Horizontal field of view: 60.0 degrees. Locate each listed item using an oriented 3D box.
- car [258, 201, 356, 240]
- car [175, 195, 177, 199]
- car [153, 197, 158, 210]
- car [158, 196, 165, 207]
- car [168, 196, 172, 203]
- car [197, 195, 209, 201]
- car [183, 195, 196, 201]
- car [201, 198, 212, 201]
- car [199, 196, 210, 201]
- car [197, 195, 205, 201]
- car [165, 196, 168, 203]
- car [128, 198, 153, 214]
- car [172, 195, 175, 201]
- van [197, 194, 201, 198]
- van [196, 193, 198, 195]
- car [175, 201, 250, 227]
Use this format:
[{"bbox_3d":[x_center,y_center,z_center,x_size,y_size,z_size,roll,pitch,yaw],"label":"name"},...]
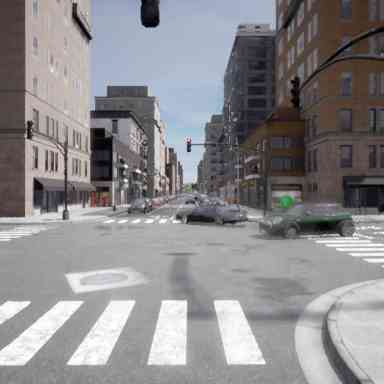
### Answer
[{"bbox_3d":[5.659,1.327,16.637,4.553,1.767,2.097,0,0,-12],"label":"car"},{"bbox_3d":[-5.811,1.709,91.251,1.887,1.381,4.507,0,0,0],"label":"car"},{"bbox_3d":[-5.768,1.484,41.654,1.967,1.590,4.097,0,0,0],"label":"car"},{"bbox_3d":[-5.778,1.646,52.675,1.802,1.307,4.206,0,0,0],"label":"car"},{"bbox_3d":[-5.793,1.543,69.207,1.967,1.590,4.097,0,0,0],"label":"car"},{"bbox_3d":[2.247,1.630,52.682,1.947,1.339,4.313,0,0,0],"label":"car"},{"bbox_3d":[-0.299,1.690,63.773,1.895,1.301,4.718,0,0,0],"label":"car"},{"bbox_3d":[2.261,1.601,36.149,1.947,1.339,4.313,0,0,0],"label":"car"},{"bbox_3d":[2.252,1.635,47.172,1.802,1.307,4.206,0,0,0],"label":"car"},{"bbox_3d":[2.218,1.589,85.747,1.967,1.590,4.097,0,0,0],"label":"car"},{"bbox_3d":[-5.783,1.627,58.186,2.008,1.369,4.403,0,0,0],"label":"car"},{"bbox_3d":[-5.764,1.476,36.143,1.967,1.590,4.097,0,0,0],"label":"car"},{"bbox_3d":[-5.802,1.684,80.229,2.008,1.369,4.403,0,0,0],"label":"car"},{"bbox_3d":[2.242,1.417,58.193,1.690,1.788,3.998,0,0,0],"label":"van"},{"bbox_3d":[2.232,1.444,69.215,1.690,1.788,3.998,0,0,0],"label":"van"},{"bbox_3d":[1.331,1.563,23.176,5.357,1.411,2.033,0,0,40],"label":"car"}]
